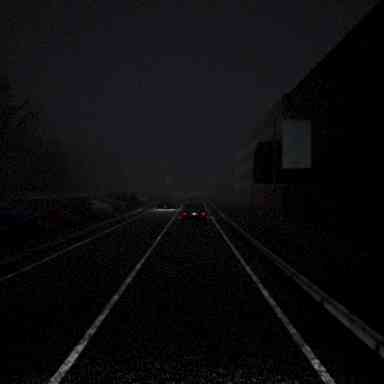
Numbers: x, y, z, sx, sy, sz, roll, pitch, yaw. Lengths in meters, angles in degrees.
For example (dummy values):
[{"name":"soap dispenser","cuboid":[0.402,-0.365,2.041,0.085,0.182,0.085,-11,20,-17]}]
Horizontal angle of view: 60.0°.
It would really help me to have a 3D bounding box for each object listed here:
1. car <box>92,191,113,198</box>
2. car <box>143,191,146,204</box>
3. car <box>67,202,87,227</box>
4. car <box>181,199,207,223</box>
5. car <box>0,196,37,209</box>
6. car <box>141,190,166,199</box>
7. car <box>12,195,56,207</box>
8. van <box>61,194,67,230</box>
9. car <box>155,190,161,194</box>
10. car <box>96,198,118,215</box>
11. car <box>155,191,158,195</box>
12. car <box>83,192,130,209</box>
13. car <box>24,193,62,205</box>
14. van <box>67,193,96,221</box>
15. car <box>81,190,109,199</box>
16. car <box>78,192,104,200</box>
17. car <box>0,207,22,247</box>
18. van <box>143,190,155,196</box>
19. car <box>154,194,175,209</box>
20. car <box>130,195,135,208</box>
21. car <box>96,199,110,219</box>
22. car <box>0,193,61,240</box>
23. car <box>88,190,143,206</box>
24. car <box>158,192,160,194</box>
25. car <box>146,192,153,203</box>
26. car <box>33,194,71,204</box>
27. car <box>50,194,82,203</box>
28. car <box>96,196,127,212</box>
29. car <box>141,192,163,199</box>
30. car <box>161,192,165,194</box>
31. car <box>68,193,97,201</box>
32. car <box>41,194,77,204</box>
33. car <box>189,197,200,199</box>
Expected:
[{"name":"car","cuboid":[-21.487,0.548,79.924,4.553,1.767,2.185,0,0,0]},{"name":"car","cuboid":[-9.183,1.056,46.038,4.553,1.767,2.185,0,1,0]},{"name":"car","cuboid":[-9.286,1.510,20.588,4.674,1.452,2.002,0,0,0]},{"name":"car","cuboid":[0.158,1.500,24.721,2.033,1.411,5.357,0,0,0]},{"name":"car","cuboid":[-21.756,1.263,40.392,4.892,1.521,2.231,0,1,0]},{"name":"car","cuboid":[-8.962,0.475,77.115,5.566,2.045,2.435,0,1,0]},{"name":"car","cuboid":[-21.726,1.183,45.914,5.008,1.535,2.097,0,1,0]},{"name":"van","cuboid":[-9.414,1.235,17.764,4.442,1.987,1.878,0,0,0]},{"name":"car","cuboid":[-9.046,0.938,65.818,4.674,1.452,2.002,0,1,0]},{"name":"car","cuboid":[-9.236,1.465,29.088,4.674,1.452,2.002,0,1,0]},{"name":"car","cuboid":[-9.049,1.009,60.166,4.792,1.488,2.163,0,1,0]},{"name":"car","cuboid":[-9.241,1.218,34.736,4.553,1.767,2.185,0,1,0]},{"name":"car","cuboid":[-21.737,1.017,48.735,4.553,1.767,2.185,0,1,0]},{"name":"van","cuboid":[-9.386,1.250,23.295,4.442,1.987,1.878,0,0,0]},{"name":"car","cuboid":[-21.551,0.521,74.143,5.566,2.045,2.435,0,1,0]},{"name":"car","cuboid":[-21.599,0.815,71.448,4.892,1.521,2.231,0,1,0]},{"name":"car","cuboid":[-9.332,1.442,12.112,5.008,1.535,2.097,0,0,0]},{"name":"van","cuboid":[-9.210,0.794,57.338,4.442,1.987,1.878,0,1,0]},{"name":"car","cuboid":[-3.172,1.325,42.038,2.033,1.411,5.357,0,1,1]},{"name":"car","cuboid":[-9.198,1.343,37.564,4.674,1.452,2.002,0,1,0]},{"name":"car","cuboid":[-9.256,1.501,26.253,4.674,1.452,2.002,0,1,0]},{"name":"car","cuboid":[-9.284,1.200,14.938,5.566,2.045,2.435,0,0,0]},{"name":"car","cuboid":[-9.209,1.011,40.385,5.566,2.045,2.435,0,1,0]},{"name":"car","cuboid":[-9.067,0.979,62.992,4.674,1.452,2.002,0,1,0]},{"name":"car","cuboid":[-8.951,1.138,48.864,5.366,1.575,1.946,0,1,0]},{"name":"car","cuboid":[-21.686,1.102,51.560,5.008,1.535,2.097,0,1,0]},{"name":"car","cuboid":[-21.691,1.049,57.331,4.792,1.488,2.163,0,1,0]},{"name":"car","cuboid":[-9.219,1.384,31.912,5.008,1.535,2.097,0,1,0]},{"name":"car","cuboid":[-9.003,0.810,74.295,4.674,1.452,2.002,0,1,0]},{"name":"car","cuboid":[-9.015,0.814,71.467,5.008,1.535,2.097,0,1,0]},{"name":"car","cuboid":[-21.614,0.899,65.802,4.892,1.521,2.231,0,1,0]},{"name":"car","cuboid":[-21.681,1.061,54.383,5.008,1.535,2.097,0,1,0]},{"name":"car","cuboid":[0.280,1.315,42.889,2.033,1.411,5.357,0,1,0]}]
